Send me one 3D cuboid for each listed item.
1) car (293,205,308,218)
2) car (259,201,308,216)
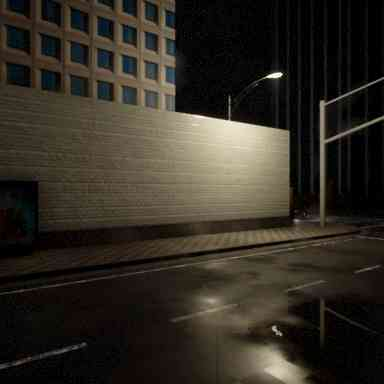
[{"bbox_3d":[8.116,1.581,29.970,1.812,1.442,4.674,0,0,-36],"label":"car"},{"bbox_3d":[9.317,1.656,34.295,1.895,1.301,4.718,0,0,-36],"label":"car"}]
